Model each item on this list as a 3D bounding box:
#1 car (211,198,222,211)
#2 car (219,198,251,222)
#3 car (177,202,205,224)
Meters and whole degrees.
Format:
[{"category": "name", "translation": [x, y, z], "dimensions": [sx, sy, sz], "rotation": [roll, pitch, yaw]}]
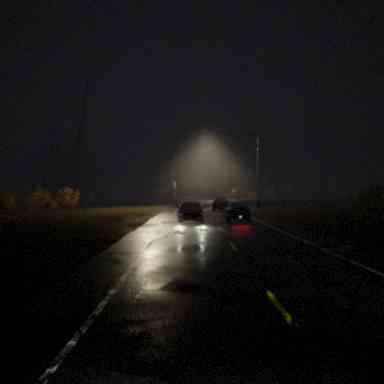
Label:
[{"category": "car", "translation": [3.420, 1.486, 40.595], "dimensions": [1.882, 1.535, 5.008], "rotation": [0, 0, 0]}, {"category": "car", "translation": [3.481, 1.517, 26.300], "dimensions": [1.837, 1.490, 4.892], "rotation": [0, 0, 0]}, {"category": "car", "translation": [-0.080, 1.474, 25.317], "dimensions": [1.882, 1.535, 5.008], "rotation": [0, 0, 0]}]
